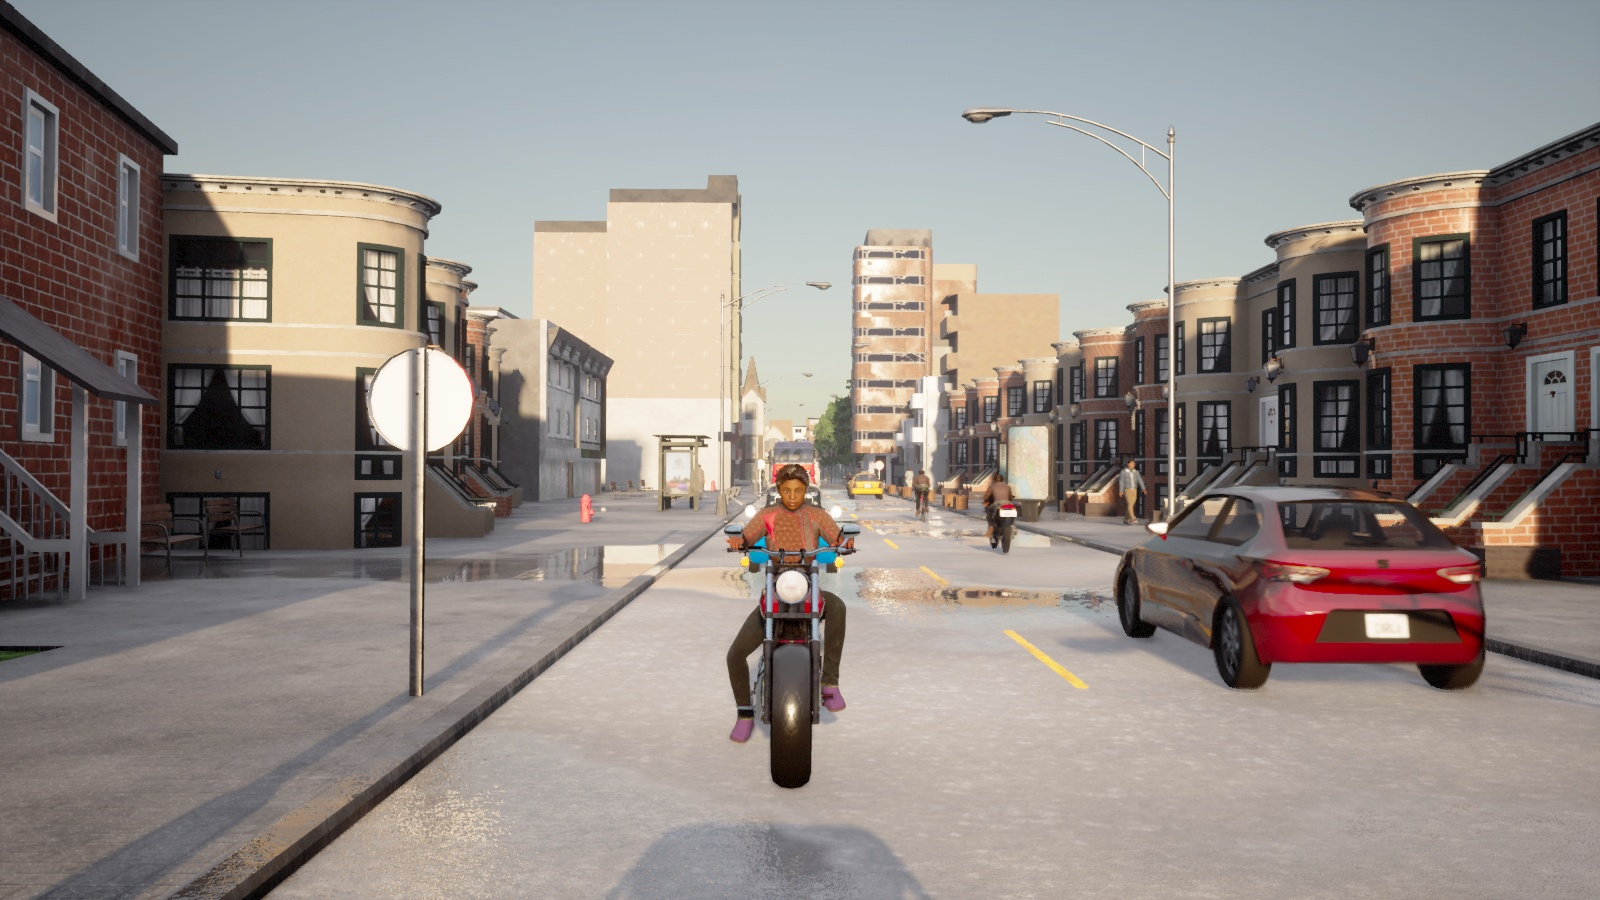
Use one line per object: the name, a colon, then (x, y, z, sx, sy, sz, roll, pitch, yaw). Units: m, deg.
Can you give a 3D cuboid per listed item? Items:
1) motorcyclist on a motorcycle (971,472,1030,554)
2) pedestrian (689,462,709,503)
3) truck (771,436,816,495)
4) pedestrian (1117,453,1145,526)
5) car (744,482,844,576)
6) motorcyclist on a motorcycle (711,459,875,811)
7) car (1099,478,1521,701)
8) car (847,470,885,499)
motorcyclist on a motorcycle: (3.884, 1.191, 24.437, 0.797, 1.523, 2.044, 0, -1, 0)
pedestrian: (-4.891, 1.562, 60.814, 0.659, 1.952, 0.873, 0, -1, 15)
truck: (-0.422, 1.085, 85.592, 2.891, 3.827, 8.468, 0, -1, 0)
pedestrian: (8.872, 1.053, 33.708, 0.423, 1.949, 0.788, 0, -1, -9)
car: (-0.096, 1.201, 19.754, 1.481, 1.376, 2.207, 0, -1, 0)
motorcyclist on a motorcycle: (-0.039, 0.884, 7.073, 0.766, 1.649, 2.350, 0, -1, 0)
car: (3.946, 0.990, 10.583, 1.816, 1.474, 4.193, 0, -1, 0)
car: (3.673, 1.923, 70.668, 1.801, 1.575, 5.366, 0, -1, 0)
